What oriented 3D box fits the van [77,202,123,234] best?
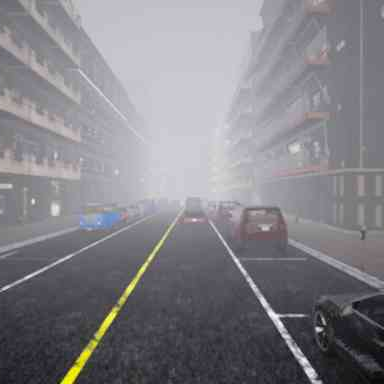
[{"bbox_3d":[-5.625,1.526,20.309,1.690,1.788,3.998,-1,-1,0],"label":"van"}]

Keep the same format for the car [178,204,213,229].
[{"bbox_3d":[0.152,1.781,23.227,1.994,1.385,4.181,0,0,0],"label":"car"}]

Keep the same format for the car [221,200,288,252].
[{"bbox_3d":[2.707,1.454,14.594,2.192,1.841,5.009,-1,-1,0],"label":"car"}]

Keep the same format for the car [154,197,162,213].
[{"bbox_3d":[-5.612,1.714,42.964,2.192,1.841,5.009,-1,-1,0],"label":"car"}]

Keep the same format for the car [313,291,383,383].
[{"bbox_3d":[2.682,1.600,3.265,1.947,1.339,4.313,-1,-1,0],"label":"car"}]

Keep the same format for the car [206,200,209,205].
[{"bbox_3d":[2.767,1.934,37.246,1.802,1.307,4.206,-1,-1,0],"label":"car"}]

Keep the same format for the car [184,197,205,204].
[{"bbox_3d":[0.202,1.630,43.270,2.150,2.045,5.566,0,0,0],"label":"car"}]

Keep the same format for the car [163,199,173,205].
[{"bbox_3d":[-5.514,2.292,76.943,1.947,1.339,4.313,-1,-1,0],"label":"car"}]

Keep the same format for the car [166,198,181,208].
[{"bbox_3d":[-2.915,2.066,57.437,1.812,1.442,4.674,0,-1,1],"label":"car"}]

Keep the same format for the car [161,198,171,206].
[{"bbox_3d":[-5.530,2.111,71.281,1.967,1.590,4.097,-1,-1,0],"label":"car"}]

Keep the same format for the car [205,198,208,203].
[{"bbox_3d":[3.126,2.026,52.682,1.812,1.442,4.674,0,-1,0],"label":"car"}]

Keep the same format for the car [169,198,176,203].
[{"bbox_3d":[-5.473,2.417,93.766,1.752,1.417,4.829,-1,-1,0],"label":"car"}]

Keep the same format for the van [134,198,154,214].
[{"bbox_3d":[-5.598,1.686,37.301,1.690,1.788,3.998,-1,-1,0],"label":"van"}]

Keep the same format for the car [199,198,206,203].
[{"bbox_3d":[2.908,2.466,93.881,1.947,1.339,4.313,-1,-1,0],"label":"car"}]

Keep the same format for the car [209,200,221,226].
[{"bbox_3d":[2.735,1.560,25.922,2.192,1.841,5.009,-1,-1,0],"label":"car"}]

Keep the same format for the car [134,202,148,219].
[{"bbox_3d":[-5.597,1.873,31.633,1.802,1.307,4.206,-1,-1,0],"label":"car"}]

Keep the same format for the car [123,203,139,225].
[{"bbox_3d":[-5.608,1.820,25.970,1.802,1.307,4.206,-1,-1,0],"label":"car"}]

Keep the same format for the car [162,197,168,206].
[{"bbox_3d":[-5.546,1.931,65.619,2.192,1.841,5.009,-1,-1,0],"label":"car"}]
